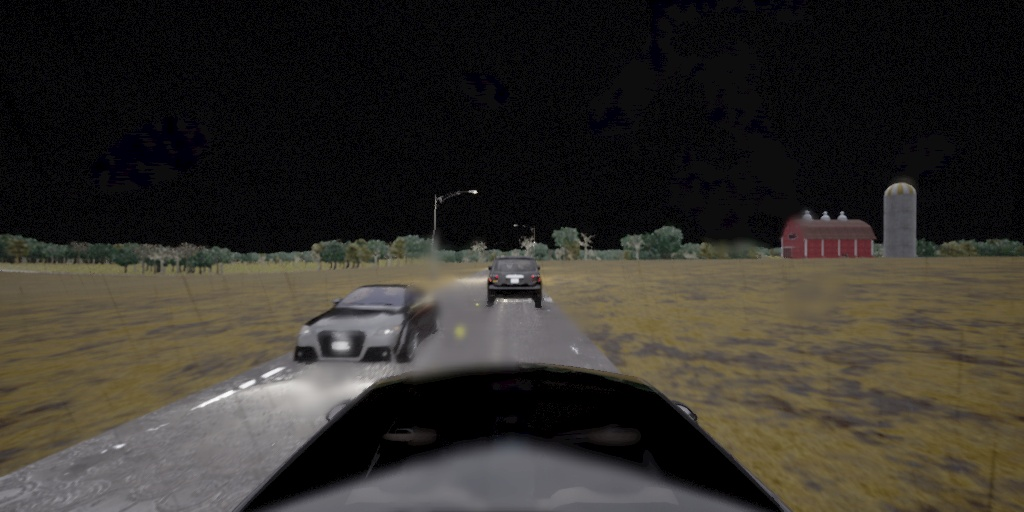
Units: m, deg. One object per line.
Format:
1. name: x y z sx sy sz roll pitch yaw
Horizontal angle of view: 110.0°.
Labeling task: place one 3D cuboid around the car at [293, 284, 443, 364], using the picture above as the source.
1. car: -2.840 1.328 7.988 1.994 1.385 4.181 0 0 0

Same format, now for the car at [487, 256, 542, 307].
1. car: 0.105 1.003 15.809 2.150 2.045 5.566 0 0 0
